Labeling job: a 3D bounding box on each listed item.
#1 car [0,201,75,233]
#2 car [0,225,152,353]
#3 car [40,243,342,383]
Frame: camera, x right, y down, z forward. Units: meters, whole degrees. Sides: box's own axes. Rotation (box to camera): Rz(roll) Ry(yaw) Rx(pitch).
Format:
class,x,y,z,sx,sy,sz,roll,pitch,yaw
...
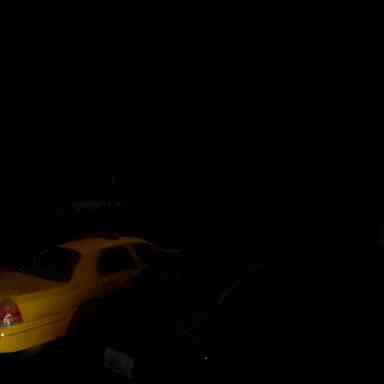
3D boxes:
class,x,y,z,sx,sy,sz,roll,pitch,yaw
car,-6.056,1.331,9.552,2.435,2.045,5.566,-1,0,35
car,-1.441,1.522,6.525,1.946,1.575,5.366,-1,0,35
car,0.714,1.528,4.796,2.163,1.488,4.792,-1,0,35
